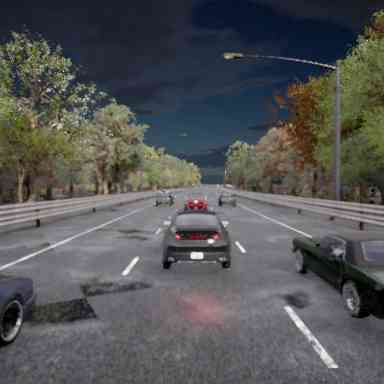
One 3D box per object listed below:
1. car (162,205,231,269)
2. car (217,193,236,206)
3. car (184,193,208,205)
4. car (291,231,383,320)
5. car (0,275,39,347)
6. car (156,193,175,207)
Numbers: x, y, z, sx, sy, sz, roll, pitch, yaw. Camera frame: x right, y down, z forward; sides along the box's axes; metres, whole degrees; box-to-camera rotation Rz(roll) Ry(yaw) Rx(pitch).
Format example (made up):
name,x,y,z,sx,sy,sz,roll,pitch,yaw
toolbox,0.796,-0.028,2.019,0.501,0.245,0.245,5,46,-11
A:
name,x,y,z,sx,sy,sz,roll,pitch,yaw
car,0.137,1.322,10.482,1.837,1.490,4.892,0,-1,0
car,3.975,0.839,38.521,2.128,1.511,4.902,0,1,1
car,0.359,0.826,31.396,2.097,1.767,4.553,0,1,0
car,3.618,1.482,7.025,1.895,1.301,4.718,0,1,0
car,-3.378,1.492,3.049,2.033,1.411,5.357,0,1,-2
car,-3.029,0.839,38.384,2.128,1.511,4.902,0,1,1
